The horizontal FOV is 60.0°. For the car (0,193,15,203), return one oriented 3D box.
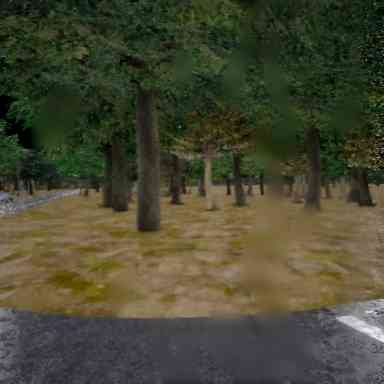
[{"bbox_3d":[-27.984,0.852,49.722,2.128,1.511,4.902,-2,1,-16],"label":"car"}]
